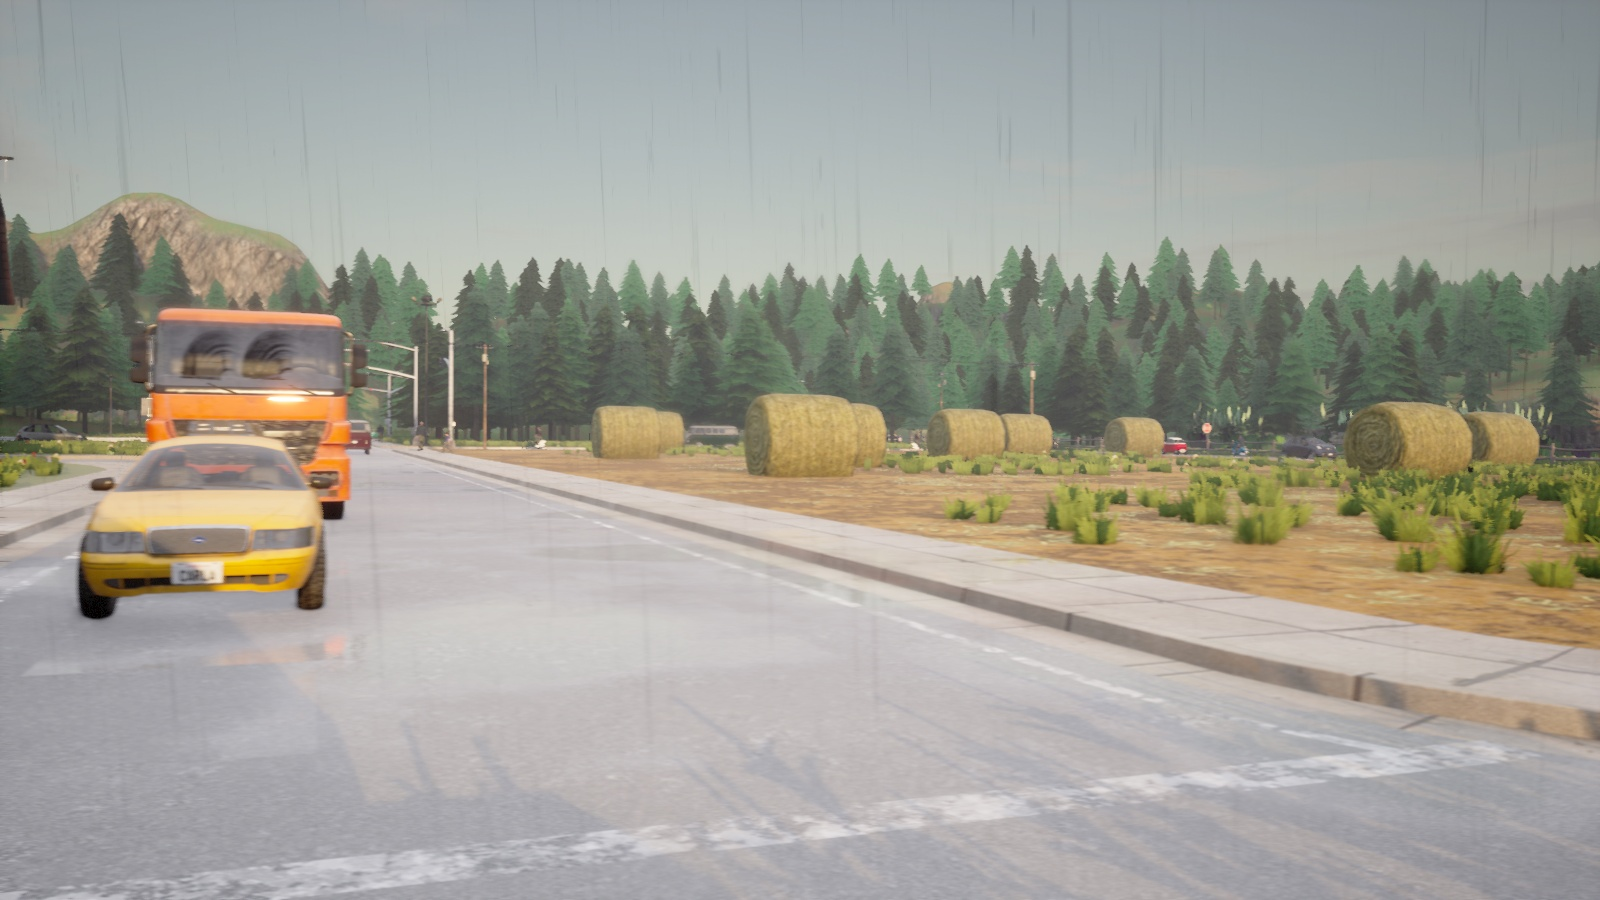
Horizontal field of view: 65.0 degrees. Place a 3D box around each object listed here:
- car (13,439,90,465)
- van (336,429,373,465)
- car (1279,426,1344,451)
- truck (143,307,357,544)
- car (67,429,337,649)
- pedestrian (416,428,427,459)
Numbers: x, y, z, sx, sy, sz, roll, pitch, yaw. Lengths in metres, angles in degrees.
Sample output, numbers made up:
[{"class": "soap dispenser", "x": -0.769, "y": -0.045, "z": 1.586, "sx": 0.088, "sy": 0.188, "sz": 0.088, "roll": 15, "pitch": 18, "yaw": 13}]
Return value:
[{"class": "car", "x": -48.497, "y": 0.114, "z": 81.449, "sx": 3.988, "sy": 1.617, "sz": 1.851, "roll": -1, "pitch": 1, "yaw": -21}, {"class": "van", "x": -25.544, "y": -0.199, "z": 71.932, "sx": 1.775, "sy": 1.987, "sz": 4.442, "roll": -1, "pitch": 1, "yaw": -22}, {"class": "car", "x": 32.089, "y": -0.732, "z": 78.841, "sx": 1.845, "sy": 1.501, "sz": 3.633, "roll": -1, "pitch": 1, "yaw": -18}, {"class": "truck", "x": -9.695, "y": -0.409, "z": 22.574, "sx": 2.891, "sy": 3.462, "sz": 7.936, "roll": -1, "pitch": 1, "yaw": -22}, {"class": "car", "x": -5.428, "y": 0.615, "z": 11.886, "sx": 1.801, "sy": 1.575, "sz": 5.366, "roll": -1, "pitch": 1, "yaw": -22}, {"class": "pedestrian", "x": -22.635, "y": -0.367, "z": 75.091, "sx": 0.402, "sy": 1.842, "sz": 0.726, "roll": -1, "pitch": 1, "yaw": -36}]
